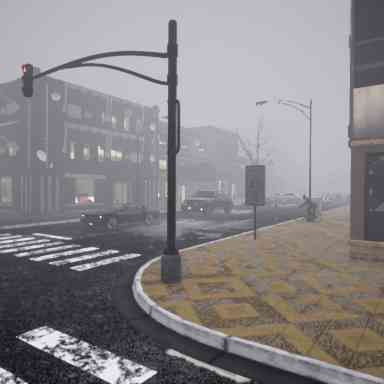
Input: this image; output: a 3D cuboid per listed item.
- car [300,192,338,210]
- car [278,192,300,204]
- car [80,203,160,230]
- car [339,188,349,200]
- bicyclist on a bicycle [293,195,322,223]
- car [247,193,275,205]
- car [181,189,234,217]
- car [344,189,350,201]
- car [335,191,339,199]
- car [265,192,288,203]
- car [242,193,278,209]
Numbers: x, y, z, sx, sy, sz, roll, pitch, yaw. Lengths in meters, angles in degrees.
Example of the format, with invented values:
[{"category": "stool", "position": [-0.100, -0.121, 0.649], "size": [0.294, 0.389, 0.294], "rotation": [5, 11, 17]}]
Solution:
[{"category": "car", "position": [12.658, 0.993, 33.059], "size": [2.008, 1.369, 4.403], "rotation": [2, 2, 35]}, {"category": "car", "position": [12.961, 0.771, 43.792], "size": [1.812, 1.442, 4.674], "rotation": [1, 1, 34]}, {"category": "car", "position": [-4.062, 1.334, 19.289], "size": [1.895, 1.301, 4.718], "rotation": [1, 1, 35]}, {"category": "car", "position": [24.218, 0.572, 54.545], "size": [2.033, 1.411, 5.357], "rotation": [1, 1, 36]}, {"category": "bicyclist on a bicycle", "position": [6.785, 1.003, 19.589], "size": [1.656, 1.620, 0.582], "rotation": [0, 1, 35]}, {"category": "car", "position": [8.870, 0.821, 42.612], "size": [1.887, 1.381, 4.507], "rotation": [2, 2, 35]}, {"category": "car", "position": [1.379, 0.798, 27.130], "size": [2.150, 2.045, 5.566], "rotation": [1, 1, 35]}, {"category": "car", "position": [25.417, 0.619, 51.680], "size": [1.887, 1.381, 4.507], "rotation": [2, 2, 35]}, {"category": "car", "position": [18.538, 0.788, 46.308], "size": [1.895, 1.301, 4.718], "rotation": [1, 1, 35]}, {"category": "car", "position": [12.109, 0.767, 47.234], "size": [1.802, 1.307, 4.206], "rotation": [2, 2, 35]}, {"category": "car", "position": [7.088, 1.014, 35.379], "size": [1.895, 1.301, 4.718], "rotation": [1, 1, 35]}]
